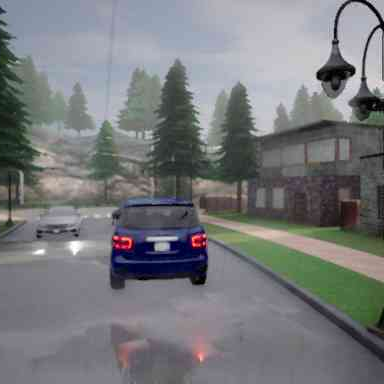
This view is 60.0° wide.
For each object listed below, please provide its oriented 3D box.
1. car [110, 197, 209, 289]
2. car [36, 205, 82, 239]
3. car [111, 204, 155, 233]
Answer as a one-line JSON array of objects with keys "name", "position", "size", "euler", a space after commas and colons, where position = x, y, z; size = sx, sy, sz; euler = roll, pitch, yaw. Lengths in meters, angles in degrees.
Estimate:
[{"name": "car", "position": [-1.026, 1.156, 9.231], "size": [2.150, 2.045, 5.566], "euler": [0, 0, -10]}, {"name": "car", "position": [-6.563, 1.411, 16.767], "size": [1.812, 1.442, 4.674], "euler": [0, 0, -16]}, {"name": "car", "position": [-3.633, 1.463, 19.655], "size": [1.895, 1.301, 4.718], "euler": [0, 0, -18]}]
